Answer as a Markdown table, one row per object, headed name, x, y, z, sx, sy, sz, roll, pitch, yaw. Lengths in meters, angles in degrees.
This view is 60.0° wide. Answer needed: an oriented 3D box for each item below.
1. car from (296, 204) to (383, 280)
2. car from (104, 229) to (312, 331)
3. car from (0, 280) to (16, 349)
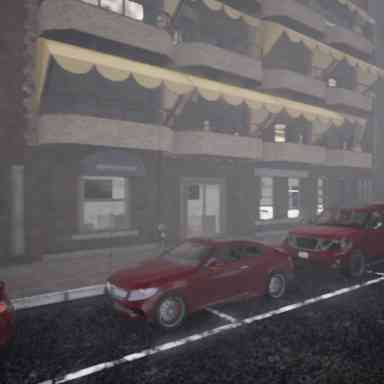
| name | x | y | z | sx | sy | sz | roll | pitch | yaw |
| --- | --- | --- | --- | --- | --- | --- | --- | --- | --- |
| car | 4.943 | 1.312 | 10.093 | 5.009 | 1.841 | 2.192 | 0 | 0 | -36 |
| car | 0.347 | 1.581 | 6.811 | 4.206 | 1.307 | 1.802 | 0 | 0 | -36 |
| car | -4.251 | 1.582 | 3.529 | 4.206 | 1.307 | 1.802 | 0 | 0 | -36 |
